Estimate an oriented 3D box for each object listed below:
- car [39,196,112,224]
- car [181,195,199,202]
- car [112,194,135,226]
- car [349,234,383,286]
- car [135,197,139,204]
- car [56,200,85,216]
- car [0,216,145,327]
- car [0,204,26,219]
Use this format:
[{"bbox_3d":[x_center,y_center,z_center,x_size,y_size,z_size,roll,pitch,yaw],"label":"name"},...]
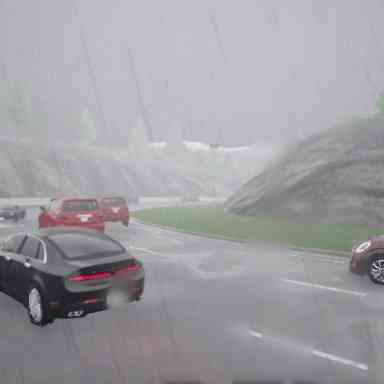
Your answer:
[{"bbox_3d":[-6.043,1.260,16.359,2.150,2.045,5.566,0,0,-33],"label":"car"},{"bbox_3d":[-0.385,1.577,81.072,4.553,1.767,2.097,1,0,-33],"label":"car"},{"bbox_3d":[-5.971,1.296,23.474,2.150,2.045,5.566,0,0,-25],"label":"car"},{"bbox_3d":[6.443,1.446,8.227,4.553,1.767,2.097,0,-1,35],"label":"car"},{"bbox_3d":[-13.063,1.427,66.750,2.150,2.045,5.566,0,0,32],"label":"car"},{"bbox_3d":[-12.616,1.584,34.852,1.837,1.490,4.892,0,0,-8],"label":"car"},{"bbox_3d":[-2.997,1.521,7.198,4.892,1.490,1.837,0,0,44],"label":"car"},{"bbox_3d":[-14.367,1.623,26.172,1.895,1.301,4.718,1,0,-18],"label":"car"}]
